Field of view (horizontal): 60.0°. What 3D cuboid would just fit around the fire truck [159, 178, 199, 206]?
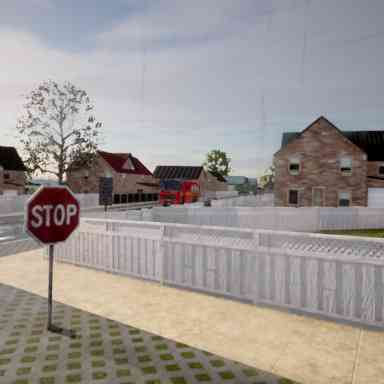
[{"bbox_3d":[-1.642,-0.010,47.021,2.891,3.827,8.468,2,1,19],"label":"fire truck"}]
